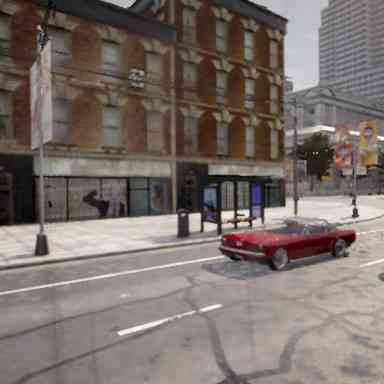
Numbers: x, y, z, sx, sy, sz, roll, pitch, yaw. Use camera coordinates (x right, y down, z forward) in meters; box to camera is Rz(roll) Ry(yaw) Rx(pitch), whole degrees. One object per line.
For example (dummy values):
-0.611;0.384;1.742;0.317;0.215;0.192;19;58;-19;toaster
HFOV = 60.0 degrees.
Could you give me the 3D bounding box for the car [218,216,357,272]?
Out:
3.109;1.476;10.510;4.718;1.301;1.895;-1;1;-36;car
